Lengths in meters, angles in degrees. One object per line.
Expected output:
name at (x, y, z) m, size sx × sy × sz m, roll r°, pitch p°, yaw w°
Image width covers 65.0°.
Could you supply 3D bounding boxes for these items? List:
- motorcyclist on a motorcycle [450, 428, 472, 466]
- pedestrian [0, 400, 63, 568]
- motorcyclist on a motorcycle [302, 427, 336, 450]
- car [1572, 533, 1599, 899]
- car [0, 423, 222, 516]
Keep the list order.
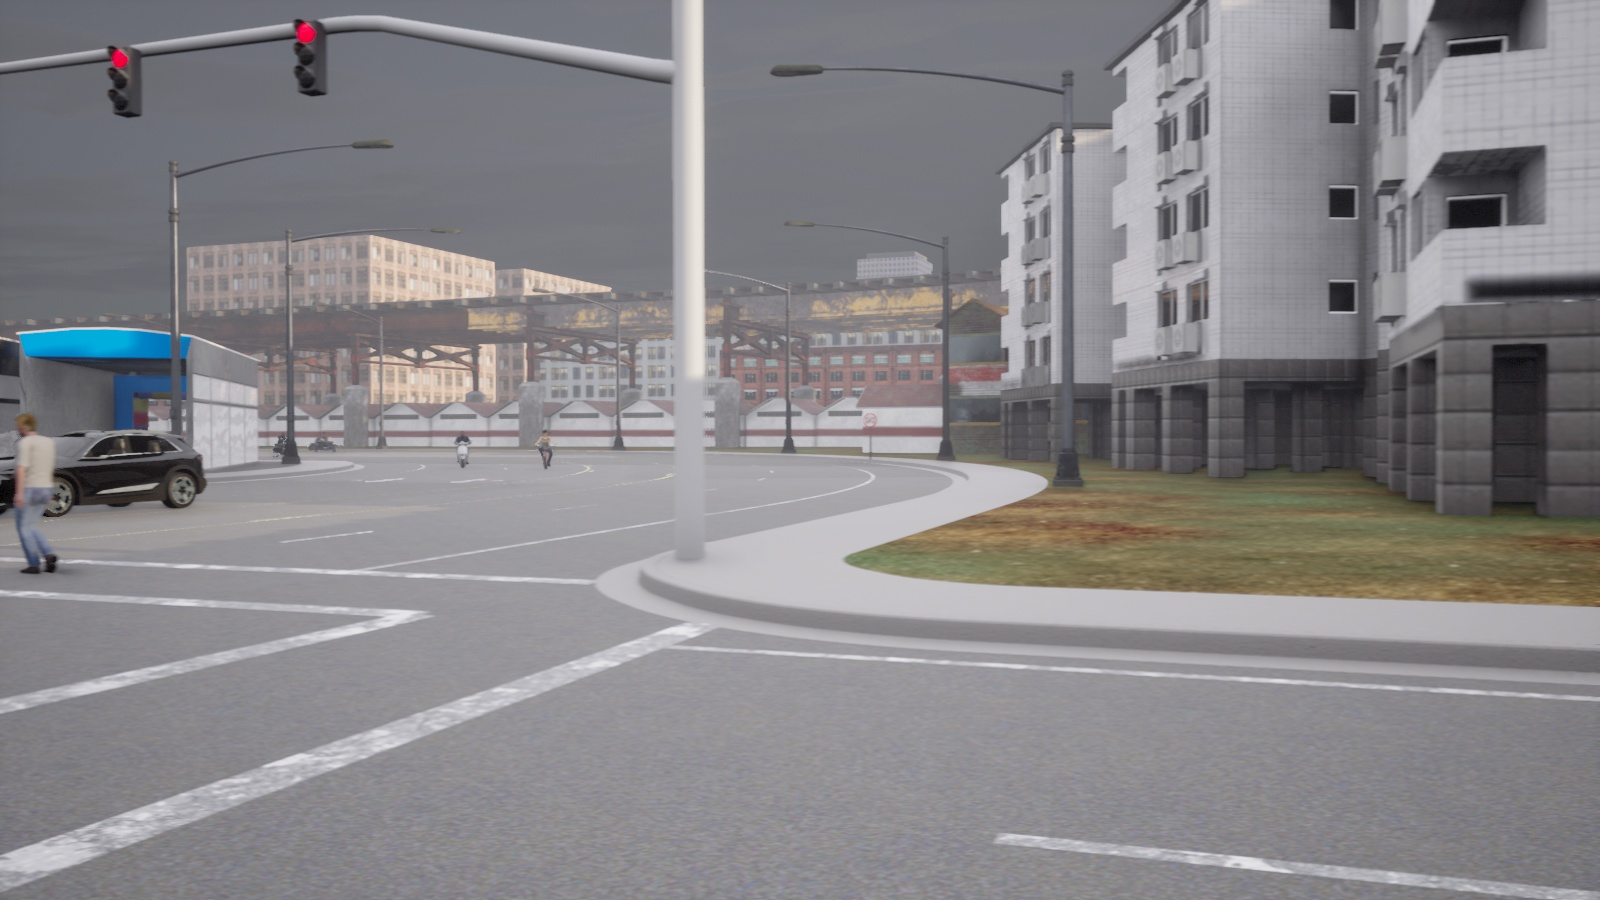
motorcyclist on a motorcycle at (-14.401, -0.129, 53.413) m, size 0.866 × 1.590 × 1.817 m, roll 0°, pitch 1°, yaw -14°
pedestrian at (-8.624, 0.366, 13.946) m, size 0.706 × 1.836 × 0.354 m, roll 0°, pitch 1°, yaw 16°
motorcyclist on a motorcycle at (-35.209, -0.828, 91.914) m, size 2.350 × 1.649 × 0.766 m, roll 0°, pitch 1°, yaw 19°
car at (4.060, 0.913, 1.810) m, size 4.718 × 1.301 × 1.895 m, roll 1°, pitch 1°, yaw 19°
car at (-14.170, 0.303, 24.970) m, size 2.033 × 1.649 × 4.856 m, roll 1°, pitch 1°, yaw 20°
